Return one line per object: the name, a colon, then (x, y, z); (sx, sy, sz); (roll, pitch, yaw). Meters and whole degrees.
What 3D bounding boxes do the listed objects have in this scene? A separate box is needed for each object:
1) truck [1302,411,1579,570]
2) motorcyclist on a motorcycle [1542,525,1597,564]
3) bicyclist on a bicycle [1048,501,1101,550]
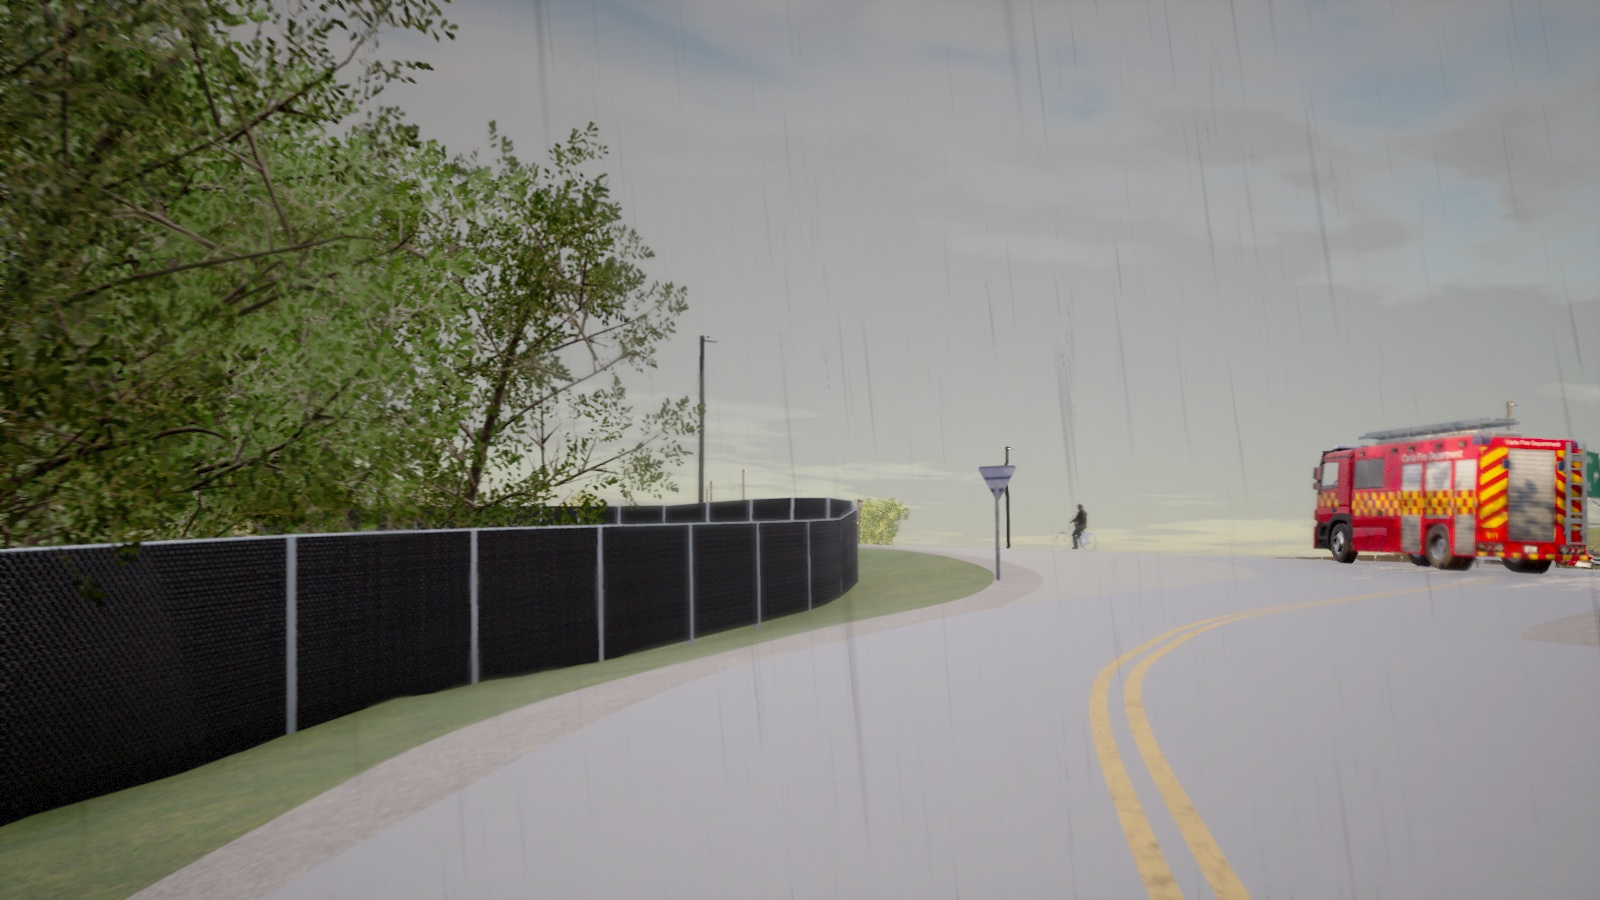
truck: (17.407, 1.226, 35.042); (2.891, 3.827, 8.468); (2, -3, -4)
motorcyclist on a motorcycle: (32.608, 4.013, 53.247); (1.817, 1.590, 0.866); (-1, -5, 23)
bicyclist on a bicycle: (10.284, 2.826, 47.092); (0.659, 1.776, 1.843); (5, -5, -42)
